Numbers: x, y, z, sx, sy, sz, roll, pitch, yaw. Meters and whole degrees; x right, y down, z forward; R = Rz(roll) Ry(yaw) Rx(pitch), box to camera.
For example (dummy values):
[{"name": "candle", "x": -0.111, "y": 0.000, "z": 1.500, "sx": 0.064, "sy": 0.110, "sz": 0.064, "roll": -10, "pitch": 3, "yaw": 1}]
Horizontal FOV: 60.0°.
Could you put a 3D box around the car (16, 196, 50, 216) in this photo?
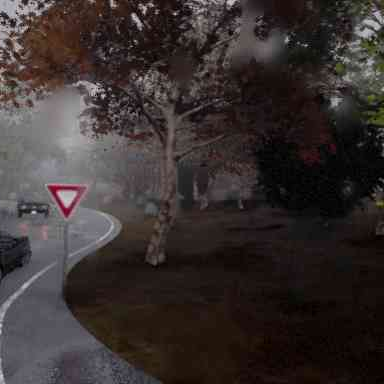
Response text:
[{"name": "car", "x": -11.316, "y": 0.918, "z": 23.534, "sx": 1.895, "sy": 1.301, "sz": 4.718, "roll": 2, "pitch": 2, "yaw": -29}]

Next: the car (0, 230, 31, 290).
[{"name": "car", "x": -5.422, "y": 1.559, "z": 8.285, "sx": 1.895, "sy": 1.301, "sz": 4.718, "roll": 2, "pitch": -1, "yaw": -16}]
